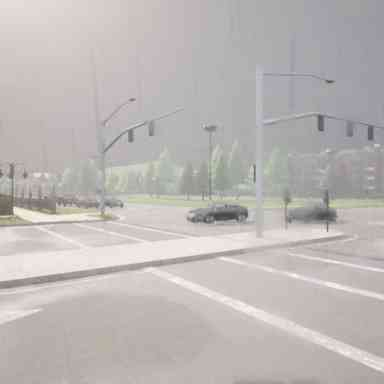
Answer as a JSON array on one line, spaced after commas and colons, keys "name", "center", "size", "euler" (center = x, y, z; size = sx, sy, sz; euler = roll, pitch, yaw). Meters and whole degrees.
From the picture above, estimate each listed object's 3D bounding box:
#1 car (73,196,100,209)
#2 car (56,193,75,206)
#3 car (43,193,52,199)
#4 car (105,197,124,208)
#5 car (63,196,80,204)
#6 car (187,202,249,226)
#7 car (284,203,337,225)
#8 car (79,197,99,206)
[{"name": "car", "center": [-14.235, 1.600, 45.497], "size": [1.895, 1.301, 4.718], "euler": [0, 0, -36]}, {"name": "car", "center": [-19.947, 1.221, 53.372], "size": [2.150, 2.045, 5.566], "euler": [0, 0, -36]}, {"name": "car", "center": [-26.083, 1.221, 61.918], "size": [2.150, 2.045, 5.566], "euler": [0, 0, -35]}, {"name": "car", "center": [-11.429, 1.491, 47.593], "size": [2.128, 1.511, 4.902], "euler": [0, 0, -36]}, {"name": "car", "center": [-23.000, 1.563, 63.630], "size": [1.994, 1.385, 4.181], "euler": [0, 0, -36]}, {"name": "car", "center": [1.905, 1.491, 23.757], "size": [4.902, 1.511, 2.128], "euler": [0, 0, -35]}, {"name": "car", "center": [8.769, 1.525, 24.345], "size": [4.674, 1.442, 1.812], "euler": [0, 0, -35]}, {"name": "car", "center": [-17.191, 1.563, 55.536], "size": [1.994, 1.385, 4.181], "euler": [0, 0, -36]}]
